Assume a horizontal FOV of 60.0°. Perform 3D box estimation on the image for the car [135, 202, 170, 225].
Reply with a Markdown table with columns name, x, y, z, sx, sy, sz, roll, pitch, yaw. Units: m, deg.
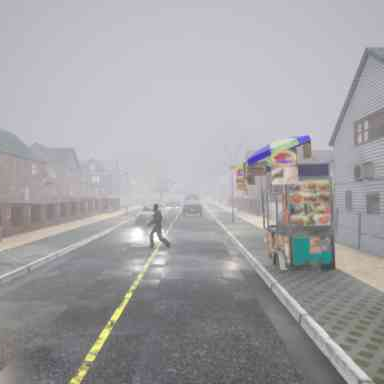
| name | x | y | z | sx | sy | sz | roll | pitch | yaw |
| --- | --- | --- | --- | --- | --- | --- | --- | --- | --- |
| car | -2.869 | 1.623 | 24.113 | 1.895 | 1.301 | 4.718 | 0 | 0 | 0 |

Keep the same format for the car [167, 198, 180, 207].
| name | x | y | z | sx | sy | sz | roll | pitch | yaw |
| --- | --- | --- | --- | --- | --- | --- | --- | --- | --- |
| car | -2.889 | 1.636 | 52.545 | 1.994 | 1.385 | 4.181 | 0 | 0 | 0 |

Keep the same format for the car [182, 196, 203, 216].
| name | x | y | z | sx | sy | sz | roll | pitch | yaw |
| --- | --- | --- | --- | --- | --- | --- | --- | --- | --- |
| car | 0.060 | 1.513 | 33.182 | 1.882 | 1.535 | 5.008 | 0 | 0 | 0 |

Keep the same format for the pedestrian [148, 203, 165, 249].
| name | x | y | z | sx | sy | sz | roll | pitch | yaw |
| --- | --- | --- | --- | --- | --- | --- | --- | --- | --- |
| pedestrian | -1.371 | 1.303 | 13.002 | 0.375 | 1.860 | 0.375 | 2 | -2 | 0 |

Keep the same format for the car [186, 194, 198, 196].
| name | x | y | z | sx | sy | sz | roll | pitch | yaw |
| --- | --- | --- | --- | --- | --- | --- | --- | --- | --- |
| car | 0.033 | 1.280 | 45.803 | 2.150 | 2.045 | 5.566 | 0 | 0 | 0 |

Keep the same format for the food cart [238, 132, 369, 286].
| name | x | y | z | sx | sy | sz | roll | pitch | yaw |
| --- | --- | --- | --- | --- | --- | --- | --- | --- | --- |
| food cart | 2.944 | 0.474 | 10.191 | 2.280 | 3.560 | 4.660 | -2 | -2 | 0 |
